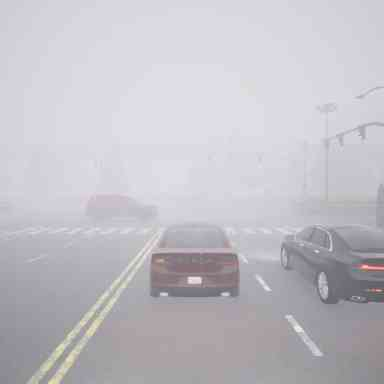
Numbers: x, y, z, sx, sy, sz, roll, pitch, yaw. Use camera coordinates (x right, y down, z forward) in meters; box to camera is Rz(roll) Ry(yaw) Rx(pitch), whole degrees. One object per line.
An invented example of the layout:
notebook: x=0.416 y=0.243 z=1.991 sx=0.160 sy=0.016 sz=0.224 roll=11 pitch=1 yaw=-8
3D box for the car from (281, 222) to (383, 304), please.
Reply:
car: x=3.556 y=1.505 z=8.101 sx=1.837 sy=1.490 sz=4.892 roll=0 pitch=0 yaw=0

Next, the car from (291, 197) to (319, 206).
car: x=16.576 y=1.505 z=47.112 sx=4.892 sy=1.490 sz=1.837 roll=0 pitch=0 yaw=0

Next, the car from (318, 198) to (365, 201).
car: x=17.979 y=1.564 z=40.108 sx=4.181 sy=1.385 sz=1.994 roll=0 pitch=0 yaw=0

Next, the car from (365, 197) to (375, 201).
car: x=20.495 y=1.547 z=43.598 sx=5.357 sy=1.411 sz=2.033 roll=0 pitch=0 yaw=0

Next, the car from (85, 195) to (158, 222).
car: x=-5.444 y=1.220 z=25.997 sx=5.566 sy=2.045 sz=2.150 roll=0 pitch=0 yaw=0

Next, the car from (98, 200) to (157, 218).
car: x=-5.672 y=1.504 z=29.499 sx=4.892 sy=1.490 sz=1.837 roll=0 pitch=0 yaw=0

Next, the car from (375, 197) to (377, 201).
car: x=25.897 y=1.505 z=47.083 sx=4.892 sy=1.490 sz=1.837 roll=0 pitch=0 yaw=0

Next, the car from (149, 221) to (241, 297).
car: x=0.058 y=1.478 z=8.614 sx=1.882 sy=1.535 sz=5.008 roll=0 pitch=0 yaw=0

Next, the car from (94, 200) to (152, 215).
car: x=-6.742 y=1.547 z=33.004 sx=5.357 sy=1.411 sz=2.033 roll=0 pitch=0 yaw=0
